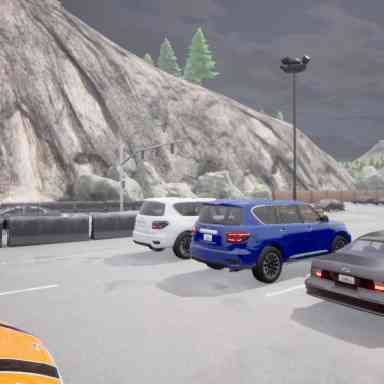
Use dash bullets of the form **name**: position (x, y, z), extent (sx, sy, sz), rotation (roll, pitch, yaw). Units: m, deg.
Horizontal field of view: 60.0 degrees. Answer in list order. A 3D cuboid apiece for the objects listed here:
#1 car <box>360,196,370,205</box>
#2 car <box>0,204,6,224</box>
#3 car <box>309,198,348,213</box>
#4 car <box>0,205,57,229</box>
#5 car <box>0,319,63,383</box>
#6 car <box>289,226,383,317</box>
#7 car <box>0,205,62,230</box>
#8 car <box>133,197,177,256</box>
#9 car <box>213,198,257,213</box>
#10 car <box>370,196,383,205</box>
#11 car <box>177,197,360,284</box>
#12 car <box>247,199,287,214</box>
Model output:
- **car**: position (28.732, 1.374, 55.215), extent (5.357, 1.411, 2.033), rotation (0, 0, -36)
- **car**: position (-15.411, 1.564, 23.100), extent (4.181, 1.385, 1.994), rotation (0, 0, -36)
- **car**: position (15.000, 1.452, 36.550), extent (4.674, 1.442, 1.812), rotation (0, 0, -36)
- **car**: position (-11.490, 1.600, 21.604), extent (4.718, 1.301, 1.895), rotation (0, 0, -36)
- **car**: position (-2.975, 1.350, 1.618), extent (4.553, 1.767, 2.097), rotation (0, 0, -36)
- **car**: position (4.702, 1.547, 7.191), extent (5.357, 1.411, 2.033), rotation (0, 0, -36)
- **car**: position (-9.783, 1.492, 18.523), extent (4.902, 1.511, 2.128), rotation (0, 0, -36)
- **car**: position (0.484, 1.221, 12.773), extent (5.566, 2.045, 2.150), rotation (0, 0, -36)
- **car**: position (4.969, 1.448, 37.910), extent (4.902, 1.511, 2.128), rotation (0, 0, -36)
- **car**: position (30.777, 1.374, 52.393), extent (5.357, 1.411, 2.033), rotation (0, 0, -36)
- **car**: position (2.511, 1.221, 9.897), extent (5.566, 2.045, 2.150), rotation (0, 0, -38)
- **car**: position (8.099, 1.515, 35.862), extent (4.181, 1.385, 1.994), rotation (0, 0, -36)
